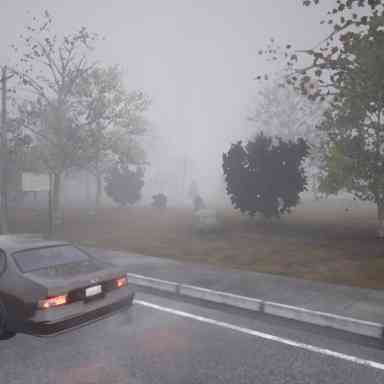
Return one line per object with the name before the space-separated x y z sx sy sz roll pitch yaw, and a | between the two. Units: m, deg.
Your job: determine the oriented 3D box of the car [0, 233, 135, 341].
car | -3.543 1.547 6.511 5.357 1.411 2.033 0 0 35
